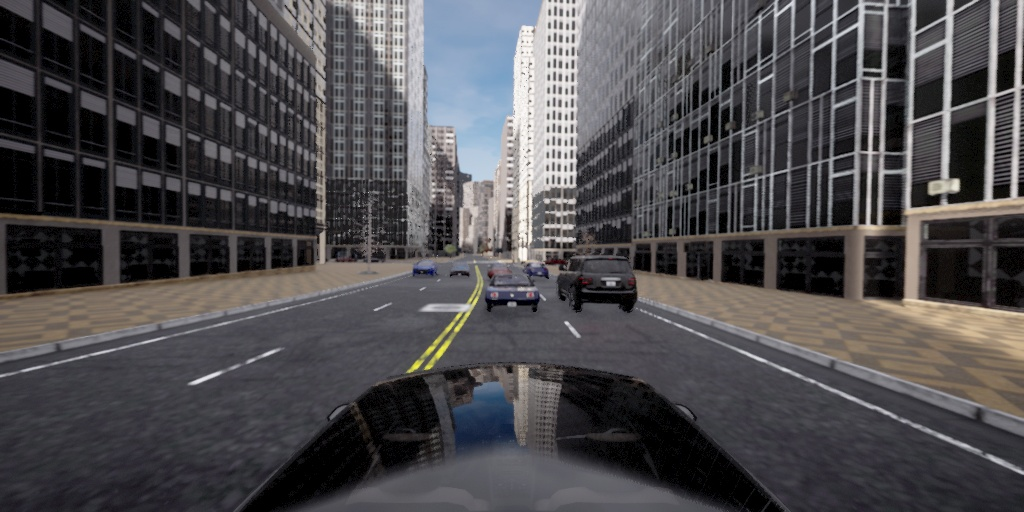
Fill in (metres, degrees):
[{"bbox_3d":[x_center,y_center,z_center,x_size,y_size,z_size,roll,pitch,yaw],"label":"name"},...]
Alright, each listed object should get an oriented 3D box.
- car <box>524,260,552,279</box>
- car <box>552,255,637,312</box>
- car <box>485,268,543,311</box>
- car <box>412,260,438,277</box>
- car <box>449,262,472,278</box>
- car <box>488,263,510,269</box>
[{"bbox_3d":[2.071,1.257,31.964,1.812,1.442,4.674,1,0,-5],"label":"car"},{"bbox_3d":[3.215,0.993,14.545,2.150,2.045,5.566,1,0,-1],"label":"car"},{"bbox_3d":[-0.038,1.338,14.307,1.895,1.301,4.718,1,0,-1],"label":"car"},{"bbox_3d":[-8.032,1.116,33.440,1.882,1.535,5.008,1,0,-6],"label":"car"},{"bbox_3d":[-4.742,1.216,33.176,2.033,1.411,5.357,1,0,-6],"label":"car"},{"bbox_3d":[-1.145,1.267,31.453,1.994,1.385,4.181,1,0,-5],"label":"car"}]
